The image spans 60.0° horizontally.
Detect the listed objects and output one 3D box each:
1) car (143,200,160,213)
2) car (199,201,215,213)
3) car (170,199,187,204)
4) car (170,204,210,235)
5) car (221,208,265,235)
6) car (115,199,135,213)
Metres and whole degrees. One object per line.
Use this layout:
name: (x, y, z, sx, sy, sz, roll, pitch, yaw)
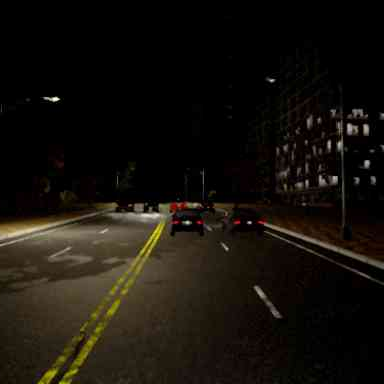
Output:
car: (-5.027, 1.772, 41.372, 2.128, 1.511, 4.902, 0, -1, -5)
car: (1.655, 1.840, 40.527, 2.033, 1.411, 5.357, 0, -1, -5)
car: (-1.688, 1.639, 41.246, 2.097, 1.767, 4.553, 0, -1, -5)
car: (-0.338, 1.681, 19.836, 2.033, 1.411, 5.357, 0, 0, -2)
car: (2.911, 1.686, 19.953, 2.033, 1.411, 5.357, 0, 0, -2)
car: (-8.289, 1.619, 41.434, 2.097, 1.767, 4.553, 0, 0, -5)
